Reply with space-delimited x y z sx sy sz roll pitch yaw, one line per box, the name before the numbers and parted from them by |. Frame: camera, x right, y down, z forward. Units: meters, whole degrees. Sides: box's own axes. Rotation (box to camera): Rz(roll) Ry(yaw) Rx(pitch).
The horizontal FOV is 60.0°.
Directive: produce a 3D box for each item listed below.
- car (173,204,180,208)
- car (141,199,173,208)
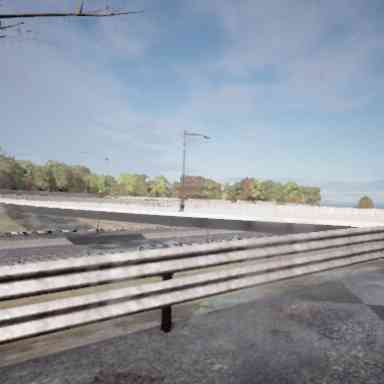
car | -4.254 2.130 56.773 4.674 1.442 1.812 1 -2 31
car | -6.032 1.971 53.763 4.892 1.490 1.837 1 -2 31
